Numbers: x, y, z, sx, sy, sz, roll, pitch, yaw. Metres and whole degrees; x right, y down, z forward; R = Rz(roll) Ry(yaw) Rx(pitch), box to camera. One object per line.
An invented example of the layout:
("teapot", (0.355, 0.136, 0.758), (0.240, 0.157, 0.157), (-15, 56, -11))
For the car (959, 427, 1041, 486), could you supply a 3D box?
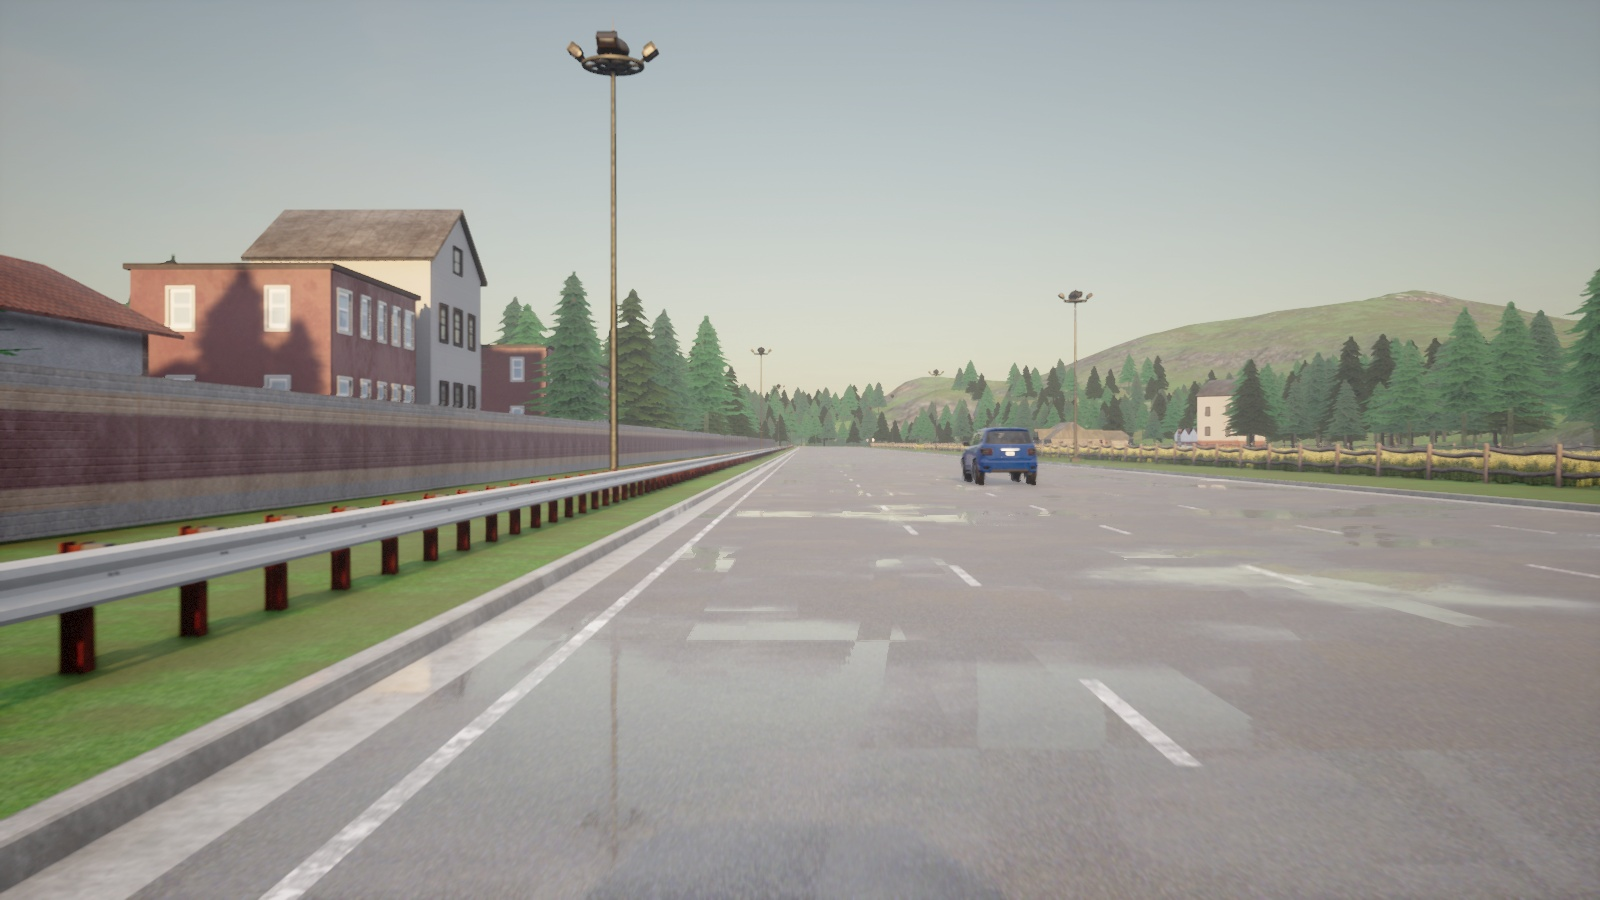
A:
("car", (7.282, 0.211, 46.228), (2.150, 2.045, 5.566), (0, 0, 0))
